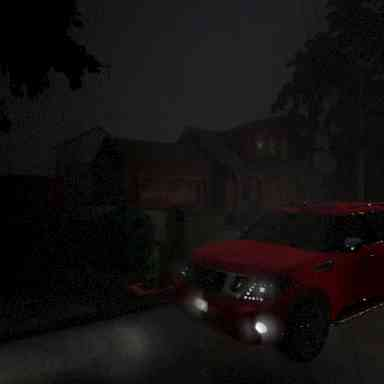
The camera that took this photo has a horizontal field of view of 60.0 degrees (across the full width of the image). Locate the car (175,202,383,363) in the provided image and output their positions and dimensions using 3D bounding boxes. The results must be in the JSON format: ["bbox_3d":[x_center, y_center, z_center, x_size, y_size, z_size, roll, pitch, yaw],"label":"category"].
[{"bbox_3d":[2.383,1.234,6.256,5.566,2.045,2.150,0,0,-35],"label":"car"}]
